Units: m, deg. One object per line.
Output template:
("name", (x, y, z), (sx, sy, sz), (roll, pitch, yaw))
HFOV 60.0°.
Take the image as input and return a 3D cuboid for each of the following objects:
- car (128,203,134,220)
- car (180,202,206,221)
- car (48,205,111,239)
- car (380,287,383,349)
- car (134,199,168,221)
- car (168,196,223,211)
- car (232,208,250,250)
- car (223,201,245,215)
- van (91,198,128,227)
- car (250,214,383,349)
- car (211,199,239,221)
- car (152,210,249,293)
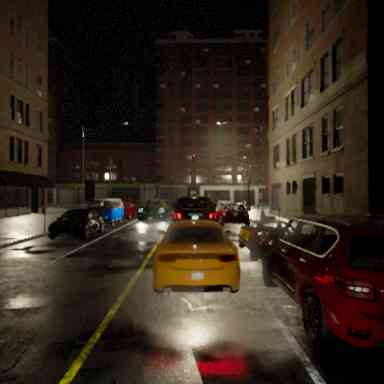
("car", (-5.798, 1.544, 28.154), (1.887, 1.381, 4.507), (1, 0, 0))
("car", (0.133, 1.563, 27.569), (1.994, 1.385, 4.181), (0, 0, 1))
("car", (-5.819, 1.562, 17.189), (1.947, 1.339, 4.313), (1, 0, 0))
("car", (2.676, 1.550, 0.724), (2.008, 1.369, 4.403), (1, 0, 0))
("car", (-3.006, 1.350, 26.732), (2.097, 1.767, 4.553), (0, 0, 0))
("car", (0.135, 1.218, 17.100), (2.150, 2.045, 5.566), (0, 0, 0))
("car", (2.697, 1.521, 11.859), (1.752, 1.417, 4.829), (1, 0, 0))
("car", (2.718, 1.438, 22.654), (1.967, 1.590, 4.097), (1, 0, 0))
("van", (-5.806, 1.339, 22.671), (1.690, 1.788, 3.998), (1, 0, 0))
("car", (2.689, 1.311, 6.205), (2.192, 1.841, 5.009), (1, 0, 0))
("car", (2.728, 1.440, 28.137), (1.967, 1.590, 4.097), (1, 0, 0))
("car", (0.076, 1.474, 8.888), (1.882, 1.535, 5.008), (0, 0, -1))
